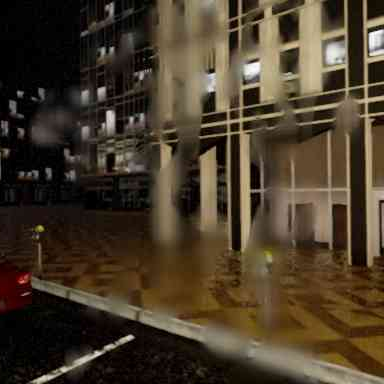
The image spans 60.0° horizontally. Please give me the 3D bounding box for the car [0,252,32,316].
[{"bbox_3d":[-4.607,1.538,6.180,4.206,1.307,1.802,0,-1,36],"label":"car"}]
